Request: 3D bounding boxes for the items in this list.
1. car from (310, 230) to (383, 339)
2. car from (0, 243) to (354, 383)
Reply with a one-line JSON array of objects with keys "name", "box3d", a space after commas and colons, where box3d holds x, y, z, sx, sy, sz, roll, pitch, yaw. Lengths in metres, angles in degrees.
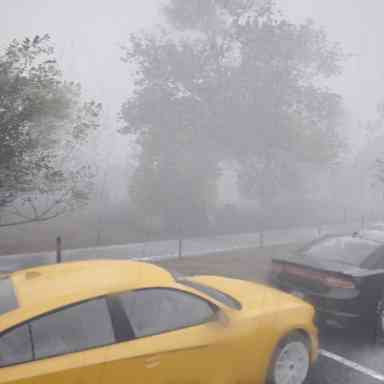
[{"name": "car", "box3d": [3.771, 1.516, 6.702, 5.008, 1.535, 2.097, 0, 0, -33]}, {"name": "car", "box3d": [-0.764, 1.491, 3.505, 5.008, 1.535, 2.097, 0, 0, -33]}]
